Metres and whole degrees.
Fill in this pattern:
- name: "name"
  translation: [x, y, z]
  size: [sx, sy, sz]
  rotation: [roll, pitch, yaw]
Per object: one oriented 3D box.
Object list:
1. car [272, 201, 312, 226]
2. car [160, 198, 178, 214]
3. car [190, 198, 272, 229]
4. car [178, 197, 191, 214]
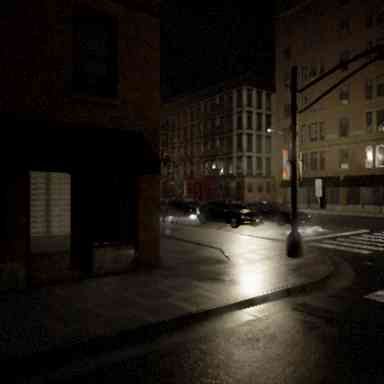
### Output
- name: "car"
  translation: [5.109, 1.322, 21.668]
  size: [2.033, 1.411, 5.357]
  rotation: [0, 1, -32]
- name: "car"
  translation: [-3.672, 1.101, 28.399]
  size: [2.128, 1.511, 4.902]
  rotation: [0, 1, -36]
- name: "car"
  translation: [2.197, 1.275, 20.114]
  size: [1.837, 1.490, 4.892]
  rotation: [0, 1, -35]
- name: "car"
  translation: [-0.606, 1.182, 29.710]
  size: [1.994, 1.385, 4.181]
  rotation: [0, 1, -35]
